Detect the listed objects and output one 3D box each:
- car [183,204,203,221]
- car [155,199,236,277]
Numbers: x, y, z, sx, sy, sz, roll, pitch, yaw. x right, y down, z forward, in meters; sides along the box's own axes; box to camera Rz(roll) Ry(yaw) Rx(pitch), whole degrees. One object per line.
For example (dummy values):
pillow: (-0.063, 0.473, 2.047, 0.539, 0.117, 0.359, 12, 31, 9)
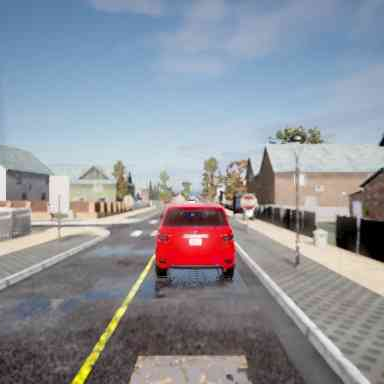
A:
car: (0.062, 1.988, 32.844, 1.812, 1.442, 4.674, 0, -1, 0)
car: (0.084, 1.360, 10.803, 2.150, 2.045, 5.566, 0, -1, 0)
